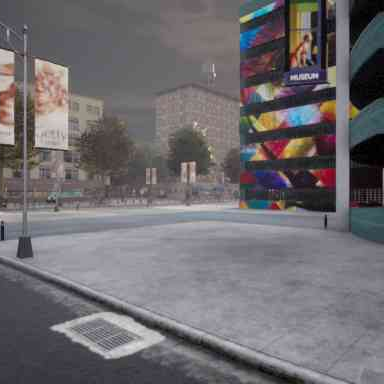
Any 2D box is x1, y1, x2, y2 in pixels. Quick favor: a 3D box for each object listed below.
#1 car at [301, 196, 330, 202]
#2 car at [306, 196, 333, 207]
[{"bbox_3d":[14.255,1.320,39.330,2.002,1.452,4.674,0,0,43],"label":"car"},{"bbox_3d":[19.579,1.413,51.052,2.161,1.482,4.786,0,0,43],"label":"car"}]
